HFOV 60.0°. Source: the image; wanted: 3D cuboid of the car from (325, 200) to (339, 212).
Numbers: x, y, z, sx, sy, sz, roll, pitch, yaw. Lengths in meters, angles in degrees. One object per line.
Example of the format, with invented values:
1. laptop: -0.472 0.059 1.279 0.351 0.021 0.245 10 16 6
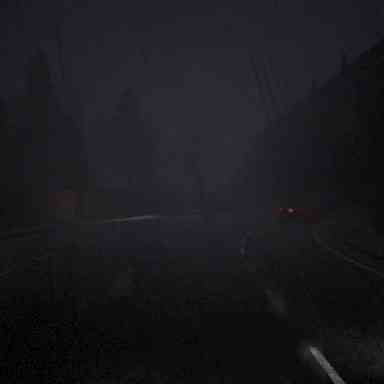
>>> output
1. car: 15.511 1.687 40.497 5.357 1.411 2.033 0 0 -27

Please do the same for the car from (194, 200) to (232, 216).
1. car: 2.185 1.608 33.950 2.128 1.511 4.902 0 0 41

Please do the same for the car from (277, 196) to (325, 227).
1. car: 7.812 1.304 23.994 2.150 2.045 5.566 -1 0 31
